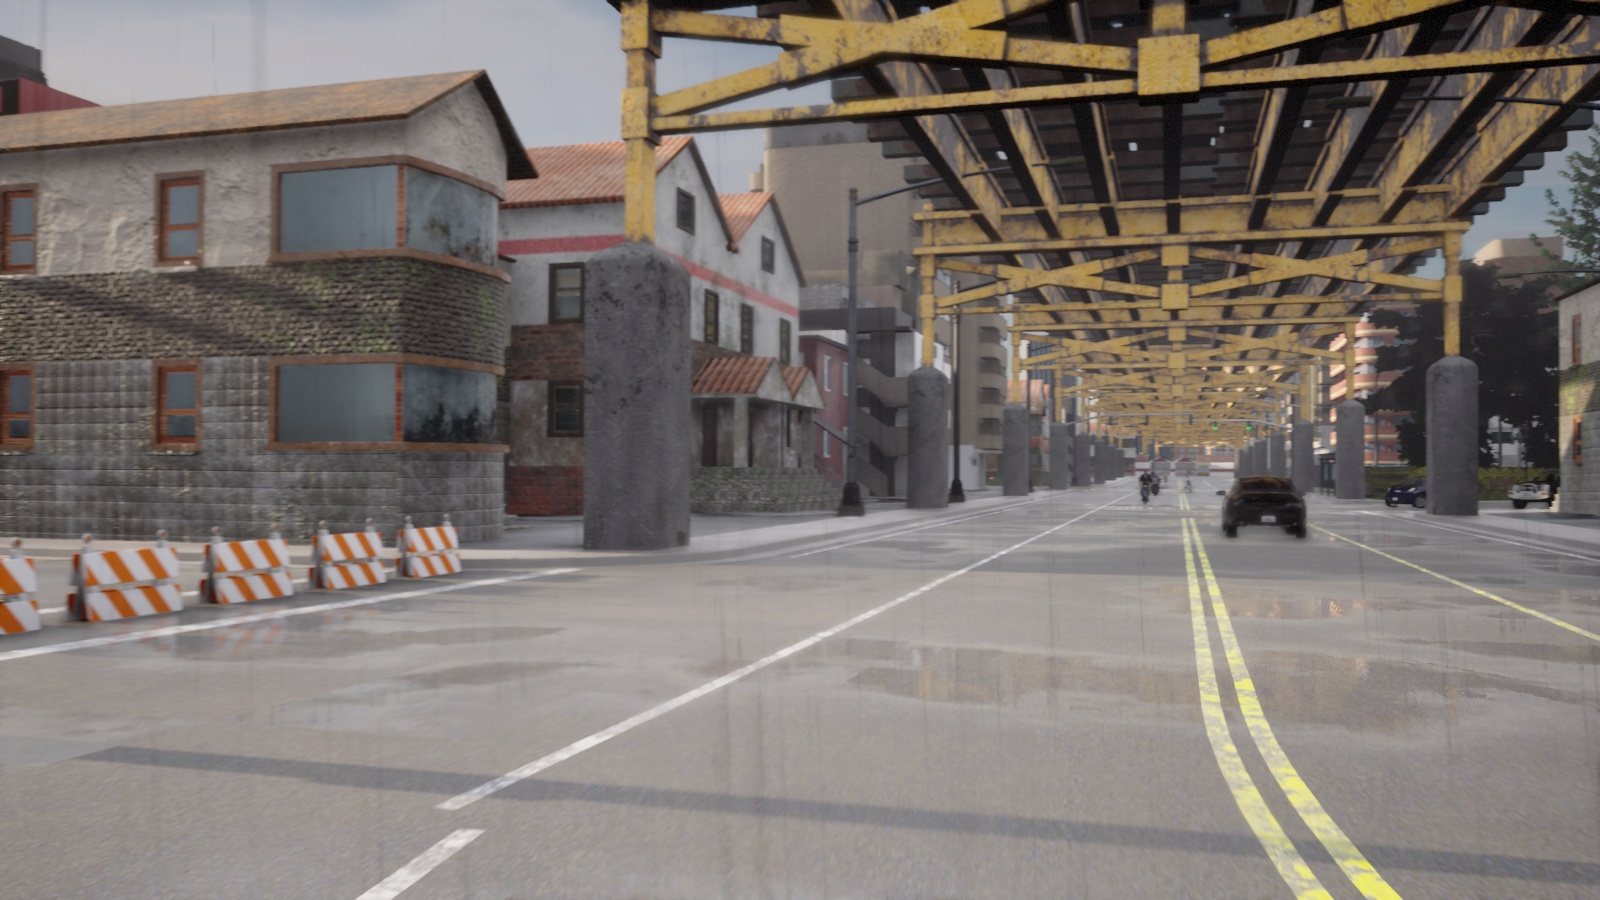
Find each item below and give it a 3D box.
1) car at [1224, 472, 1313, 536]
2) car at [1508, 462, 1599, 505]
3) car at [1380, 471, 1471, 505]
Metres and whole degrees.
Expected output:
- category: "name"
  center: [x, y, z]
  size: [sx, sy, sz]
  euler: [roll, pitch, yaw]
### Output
- category: "car"
  center: [11.971, 1.331, 32.329]
  size: [1.837, 1.490, 4.892]
  euler: [0, -1, 17]
- category: "car"
  center: [34.520, 1.494, 56.920]
  size: [4.605, 1.855, 1.932]
  euler: [0, -1, -26]
- category: "car"
  center: [28.740, 1.720, 57.725]
  size: [3.633, 1.501, 1.845]
  euler: [0, -1, -24]
